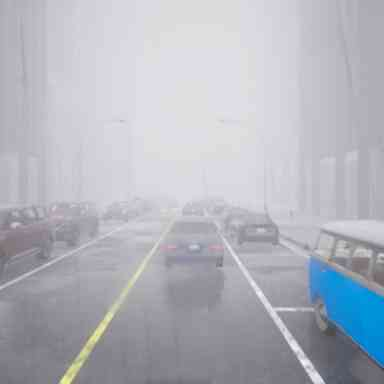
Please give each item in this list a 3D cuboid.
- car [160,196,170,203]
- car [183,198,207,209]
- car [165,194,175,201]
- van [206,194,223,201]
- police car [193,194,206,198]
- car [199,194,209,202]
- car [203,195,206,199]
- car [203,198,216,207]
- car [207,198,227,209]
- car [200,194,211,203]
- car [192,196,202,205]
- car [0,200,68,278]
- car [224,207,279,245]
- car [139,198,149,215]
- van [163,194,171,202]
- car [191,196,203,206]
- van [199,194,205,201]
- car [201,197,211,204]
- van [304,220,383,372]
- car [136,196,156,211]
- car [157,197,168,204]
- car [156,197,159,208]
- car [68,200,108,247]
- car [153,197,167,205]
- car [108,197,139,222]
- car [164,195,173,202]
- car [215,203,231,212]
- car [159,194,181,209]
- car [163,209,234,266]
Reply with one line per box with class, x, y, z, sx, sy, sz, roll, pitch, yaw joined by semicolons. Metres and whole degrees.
car;-5.750;1.629;71.279;1.752;1.417;4.829;0;0;0
car;0.093;1.601;32.018;1.994;1.385;4.181;0;0;0
car;-5.747;1.454;88.277;2.192;1.841;5.009;0;0;0
van;2.770;1.386;37.806;1.690;1.788;3.998;0;0;0
police car;0.908;1.485;47.250;1.930;1.638;5.238;0;0;0
car;2.776;1.430;77.069;2.192;1.841;5.009;0;0;0
car;2.771;1.493;43.415;1.967;1.590;4.097;0;0;0
car;2.773;1.637;54.632;1.947;1.339;4.313;0;0;0
car;2.769;1.582;32.196;1.887;1.381;4.507;0;0;0
car;2.775;1.419;71.460;2.192;1.841;5.009;0;0;0
car;0.910;1.565;63.140;1.882;1.535;5.008;0;0;0
car;-5.759;1.325;9.745;2.192;1.841;5.009;0;0;0
car;2.767;1.582;15.369;1.947;1.339;4.313;0;0;0
car;-5.756;1.588;32.183;2.008;1.369;4.403;0;0;0
van;-5.749;1.457;77.059;1.690;1.788;3.998;0;0;0
car;0.862;1.556;57.133;1.882;1.535;5.008;0;0;-1
van;2.779;1.492;93.897;1.690;1.788;3.998;0;0;0
car;2.774;1.674;65.851;1.802;1.307;4.206;0;0;0
van;2.765;1.345;4.151;1.690;1.788;3.998;0;0;0
car;-5.755;1.360;37.792;2.192;1.841;5.009;0;0;0
car;-5.751;1.675;65.839;1.802;1.307;4.206;0;0;0
car;-5.753;1.628;49.011;1.947;1.339;4.313;0;0;0
car;-5.758;1.331;15.354;2.192;1.841;5.009;0;0;0
car;-5.752;1.632;60.230;2.008;1.369;4.403;0;0;0
car;-5.757;1.470;26.573;1.967;1.590;4.097;0;0;0
car;-5.748;1.567;82.668;1.967;1.590;4.097;0;0;0
car;2.767;1.588;20.978;1.947;1.339;4.313;0;0;0
car;-3.077;1.410;47.053;2.097;1.767;4.553;0;0;0
car;0.069;1.559;11.561;2.033;1.411;5.357;0;0;0
